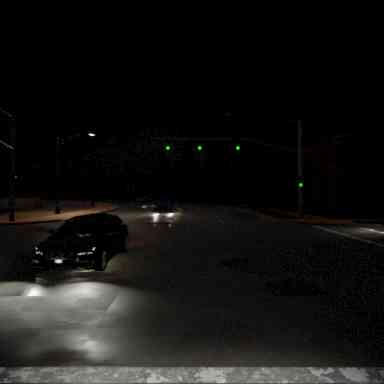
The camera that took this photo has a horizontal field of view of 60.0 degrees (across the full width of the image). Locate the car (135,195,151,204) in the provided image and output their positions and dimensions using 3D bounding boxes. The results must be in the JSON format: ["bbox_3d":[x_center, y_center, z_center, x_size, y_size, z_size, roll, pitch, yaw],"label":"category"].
[{"bbox_3d":[-8.901,1.337,61.080,1.882,1.535,5.008,0,0,-32],"label":"car"}]

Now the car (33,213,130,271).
[{"bbox_3d":[-3.340,1.518,10.935,1.837,1.490,4.892,0,0,2],"label":"car"}]

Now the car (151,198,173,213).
[{"bbox_3d":[-3.163,1.488,37.153,1.882,1.535,5.008,0,0,-1],"label":"car"}]
